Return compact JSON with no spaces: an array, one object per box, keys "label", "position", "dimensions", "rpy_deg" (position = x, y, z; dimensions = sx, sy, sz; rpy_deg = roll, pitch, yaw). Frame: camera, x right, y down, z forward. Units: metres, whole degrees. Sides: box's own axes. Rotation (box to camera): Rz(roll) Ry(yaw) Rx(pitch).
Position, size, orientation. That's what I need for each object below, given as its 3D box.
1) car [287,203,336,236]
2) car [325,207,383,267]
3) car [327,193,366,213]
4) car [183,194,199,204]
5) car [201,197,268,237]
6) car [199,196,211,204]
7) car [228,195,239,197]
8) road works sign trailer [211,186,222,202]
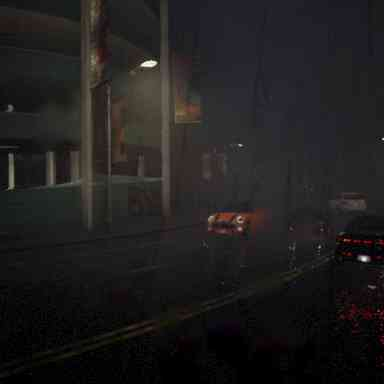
[{"label":"car","position":[6.503,1.516,18.184],"dimensions":[1.994,1.385,4.181],"rpy_deg":[0,0,26]},{"label":"car","position":[5.979,1.459,10.522],"dimensions":[1.837,1.490,4.892],"rpy_deg":[0,0,39]},{"label":"car","position":[14.233,1.111,30.976],"dimensions":[2.150,2.045,5.566],"rpy_deg":[0,0,7]},{"label":"car","position":[-0.965,1.570,64.107],"dimensions":[1.837,1.490,4.892],"rpy_deg":[0,0,-21]},{"label":"car","position":[2.573,1.339,18.225],"dimensions":[2.097,1.767,4.553],"rpy_deg":[-1,0,29]},{"label":"car","position":[2.779,1.483,64.096],"dimensions":[1.882,1.535,5.008],"rpy_deg":[0,0,-21]},{"label":"car","position":[9.192,1.432,75.648],"dimensions":[2.231,1.521,4.892],"rpy_deg":[0,0,-21]},{"label":"road works sign trailer","position":[5.357,0.450,77.036],"dimensions":[2.380,3.560,2.880],"rpy_deg":[0,0,-21]}]
